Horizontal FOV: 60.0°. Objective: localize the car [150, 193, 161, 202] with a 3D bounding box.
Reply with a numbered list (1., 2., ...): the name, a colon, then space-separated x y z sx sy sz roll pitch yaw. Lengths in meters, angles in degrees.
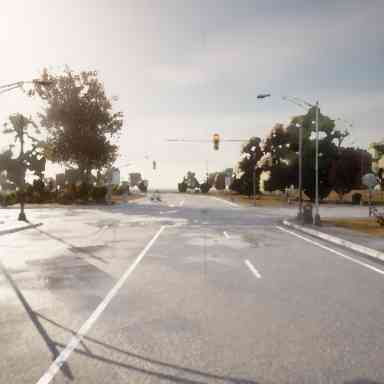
1. car: -7.015 1.047 64.762 2.128 1.511 4.902 0 1 0
